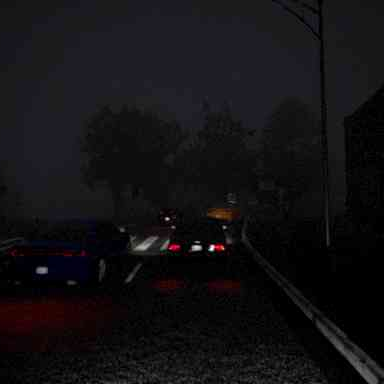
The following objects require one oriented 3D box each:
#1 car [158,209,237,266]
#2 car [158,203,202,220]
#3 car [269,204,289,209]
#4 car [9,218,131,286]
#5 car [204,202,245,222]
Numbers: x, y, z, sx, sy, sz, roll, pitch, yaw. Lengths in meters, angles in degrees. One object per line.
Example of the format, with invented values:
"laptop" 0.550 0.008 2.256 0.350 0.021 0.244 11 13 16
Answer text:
"car" 0.227 1.541 11.449 2.033 1.411 5.357 0 0 2
"car" -0.922 1.589 24.239 1.837 1.490 4.892 -2 -2 17
"car" 20.619 3.636 78.991 4.892 1.490 1.837 -4 -6 44
"car" -3.064 1.477 9.412 1.882 1.535 5.008 0 0 1
"car" 2.554 1.512 24.089 1.882 1.535 5.008 -2 -2 20
